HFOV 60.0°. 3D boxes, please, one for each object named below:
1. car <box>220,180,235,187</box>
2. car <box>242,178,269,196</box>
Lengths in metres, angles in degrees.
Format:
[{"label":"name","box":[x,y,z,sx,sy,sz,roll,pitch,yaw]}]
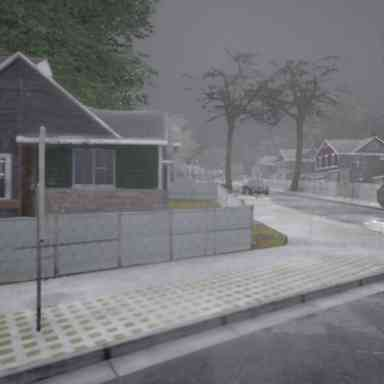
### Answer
[{"label":"car","box":[6.213,-1.377,59.847,1.812,1.442,4.674,0,3,-4]},{"label":"car","box":[7.570,-0.639,40.002,2.150,2.045,5.566,0,3,-4]}]
